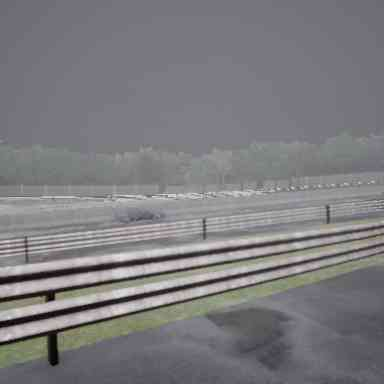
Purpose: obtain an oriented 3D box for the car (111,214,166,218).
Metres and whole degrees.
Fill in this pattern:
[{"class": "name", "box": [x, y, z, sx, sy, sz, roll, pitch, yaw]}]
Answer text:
[{"class": "car", "box": [-5.086, 2.167, 31.585, 5.357, 1.411, 2.033, -4, 2, -22]}]
